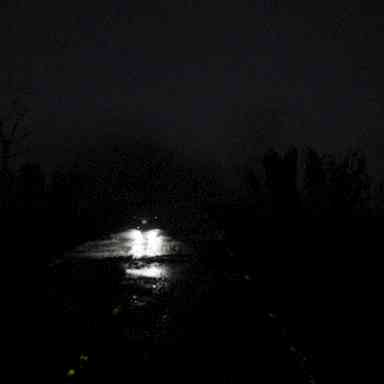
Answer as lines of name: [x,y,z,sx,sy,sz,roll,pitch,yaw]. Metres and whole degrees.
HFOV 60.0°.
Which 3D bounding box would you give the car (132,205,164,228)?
car: [-3.093,1.700,24.032,2.128,1.511,4.902,0,0,0]
